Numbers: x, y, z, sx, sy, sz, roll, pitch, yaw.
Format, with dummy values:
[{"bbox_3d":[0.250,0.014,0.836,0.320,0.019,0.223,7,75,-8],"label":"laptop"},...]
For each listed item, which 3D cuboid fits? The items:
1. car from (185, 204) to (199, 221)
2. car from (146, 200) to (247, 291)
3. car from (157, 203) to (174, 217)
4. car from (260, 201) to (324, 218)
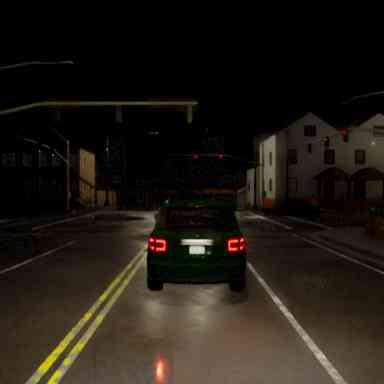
[{"bbox_3d":[-0.037,3.257,52.308,2.150,2.045,5.566,0,-9,0],"label":"car"},{"bbox_3d":[0.098,1.211,9.108,2.150,2.045,5.566,0,0,0],"label":"car"},{"bbox_3d":[-3.555,2.547,45.383,1.812,1.442,4.674,0,-8,0],"label":"car"},{"bbox_3d":[8.849,1.520,29.620,5.357,1.411,2.033,0,0,-3],"label":"car"}]
